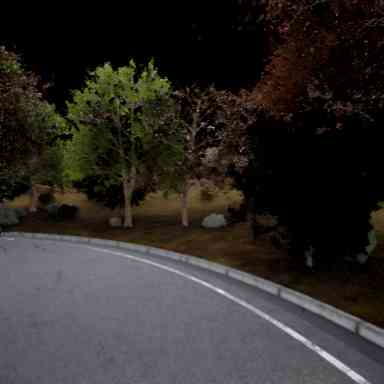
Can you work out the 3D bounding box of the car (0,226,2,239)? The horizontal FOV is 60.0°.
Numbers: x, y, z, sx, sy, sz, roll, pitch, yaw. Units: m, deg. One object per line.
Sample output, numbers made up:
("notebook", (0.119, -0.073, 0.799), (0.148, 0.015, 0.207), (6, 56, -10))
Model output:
("car", (-10.500, 1.612, 14.463), (4.892, 1.490, 1.837), (0, -1, 24))
